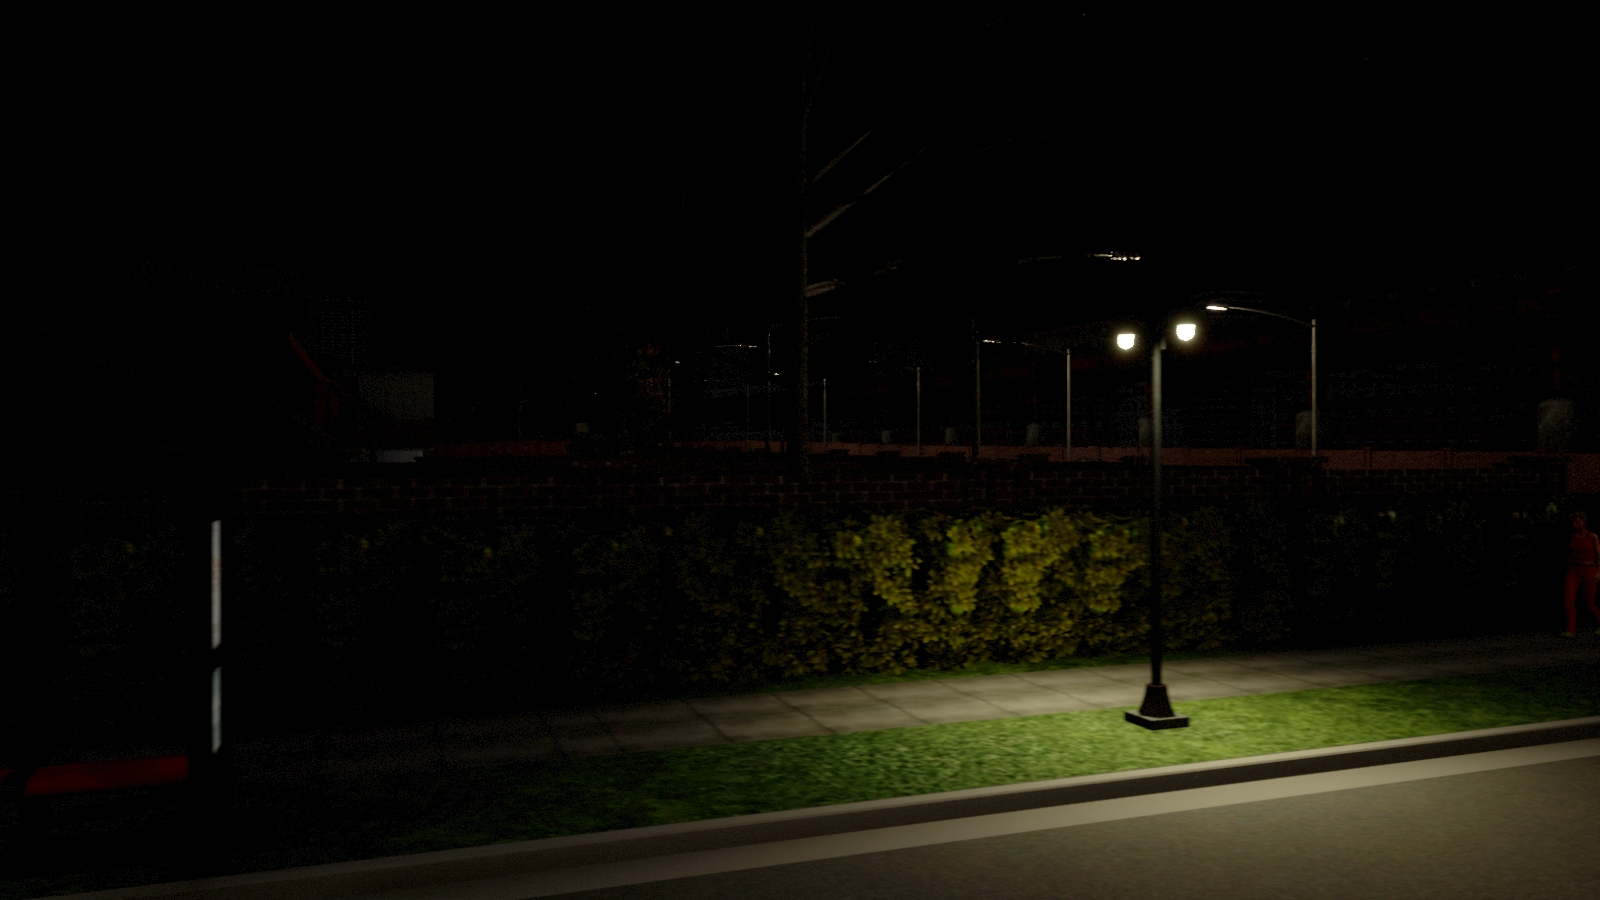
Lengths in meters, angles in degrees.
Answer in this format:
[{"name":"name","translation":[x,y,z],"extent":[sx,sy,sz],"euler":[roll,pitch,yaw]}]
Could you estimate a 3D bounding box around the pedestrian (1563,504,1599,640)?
[{"name":"pedestrian","translation":[11.068,1.701,16.093],"extent":[0.375,1.860,0.375],"euler":[0,0,-20]}]
